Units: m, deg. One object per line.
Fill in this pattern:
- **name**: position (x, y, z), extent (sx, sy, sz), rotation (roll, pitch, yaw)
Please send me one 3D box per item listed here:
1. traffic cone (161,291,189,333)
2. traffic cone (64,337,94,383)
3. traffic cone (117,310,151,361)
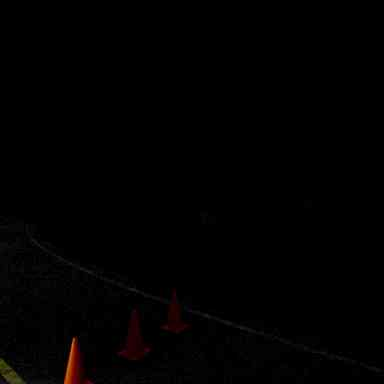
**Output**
- **traffic cone**: position (-0.282, 1.931, 5.464), extent (0.340, 0.580, 0.340), rotation (1, 1, 31)
- **traffic cone**: position (-1.318, 1.945, 3.762), extent (0.340, 0.580, 0.340), rotation (1, 1, 31)
- **traffic cone**: position (-0.800, 1.938, 4.613), extent (0.340, 0.580, 0.340), rotation (1, 1, 31)
